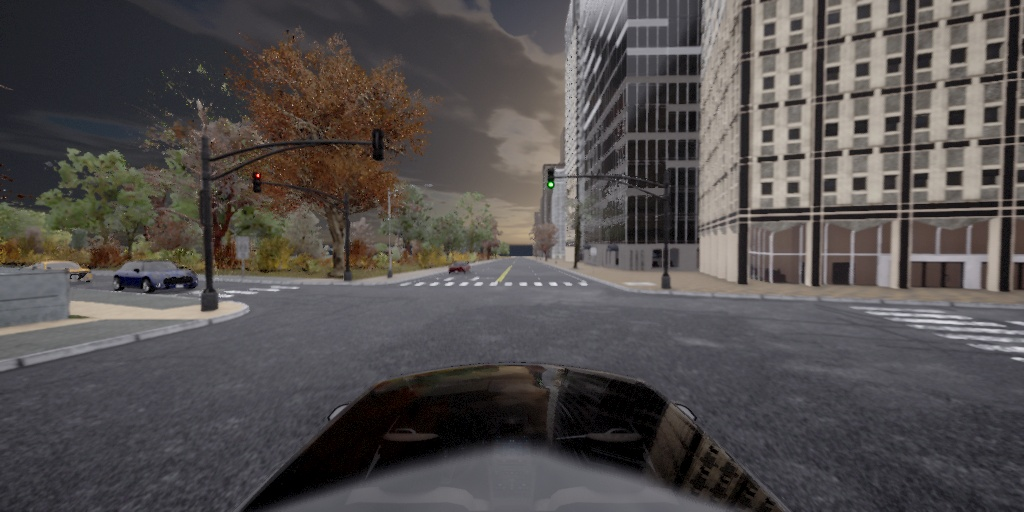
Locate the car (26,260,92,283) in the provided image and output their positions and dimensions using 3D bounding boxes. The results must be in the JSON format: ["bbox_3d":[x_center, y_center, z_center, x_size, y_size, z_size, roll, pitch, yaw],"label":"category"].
[{"bbox_3d":[-30.982,1.077,24.481,5.008,1.535,1.882,0,2,22],"label":"car"}]

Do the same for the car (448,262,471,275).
[{"bbox_3d":[-5.656,1.288,38.917,1.895,1.301,4.718,0,0,1],"label":"car"}]

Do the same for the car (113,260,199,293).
[{"bbox_3d":[-19.803,1.016,19.966,4.553,1.767,2.097,0,2,22],"label":"car"}]
